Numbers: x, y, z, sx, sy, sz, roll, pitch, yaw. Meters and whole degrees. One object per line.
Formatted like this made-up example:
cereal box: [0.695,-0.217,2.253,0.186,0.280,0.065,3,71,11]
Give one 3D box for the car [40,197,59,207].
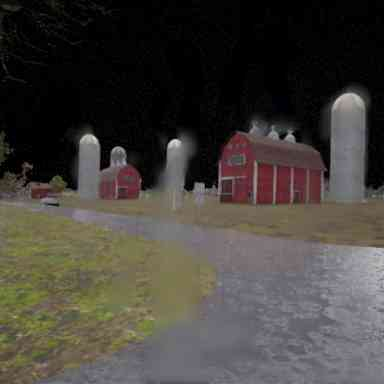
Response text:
car: [-21.814,1.509,50.884,1.994,1.385,4.181,2,-2,-36]
